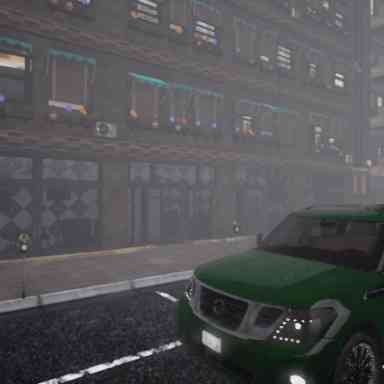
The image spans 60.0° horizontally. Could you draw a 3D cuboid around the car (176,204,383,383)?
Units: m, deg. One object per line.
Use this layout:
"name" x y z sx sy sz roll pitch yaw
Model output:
"car" 2.455 1.238 5.129 5.566 2.045 2.150 0 0 -35
